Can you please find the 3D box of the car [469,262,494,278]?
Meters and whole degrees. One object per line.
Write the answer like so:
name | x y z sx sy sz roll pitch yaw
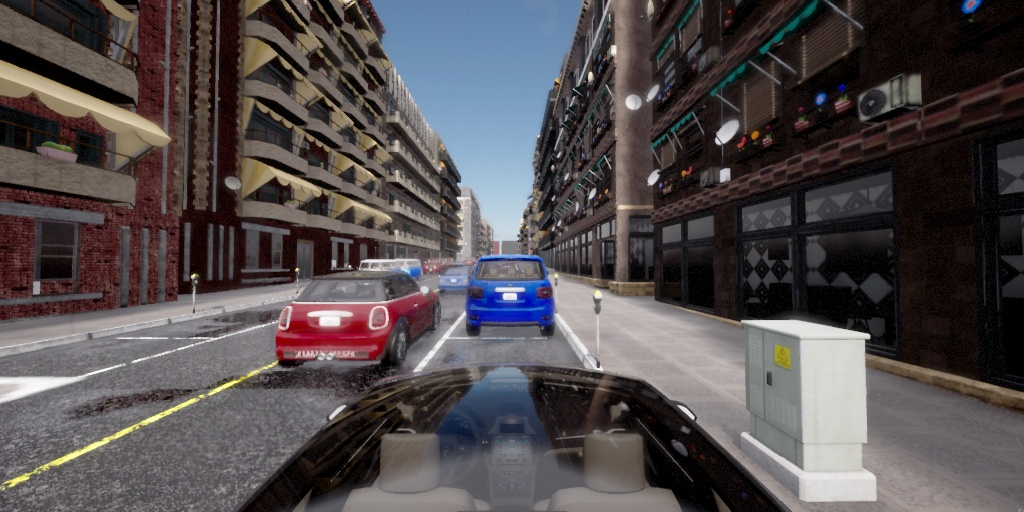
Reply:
car | -2.978 1.341 35.939 2.033 1.411 5.357 0 0 1

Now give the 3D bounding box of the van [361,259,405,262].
van | -8.335 1.108 22.603 1.690 1.789 3.998 0 0 0

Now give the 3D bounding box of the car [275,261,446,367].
car | -3.020 1.106 8.072 2.097 1.767 4.553 0 0 0

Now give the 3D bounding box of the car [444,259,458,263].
car | -5.845 1.365 39.582 1.994 1.385 4.181 0 0 0

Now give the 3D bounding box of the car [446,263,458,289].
car | -2.977 1.313 20.939 2.033 1.411 5.357 0 0 1

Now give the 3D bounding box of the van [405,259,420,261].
van | -8.335 1.118 28.134 1.690 1.789 3.998 0 0 0

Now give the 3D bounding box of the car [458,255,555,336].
car | -0.039 0.983 10.533 2.150 2.045 5.566 0 0 0

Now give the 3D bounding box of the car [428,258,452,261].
car | -8.335 1.115 39.194 2.192 1.841 5.009 0 0 0
